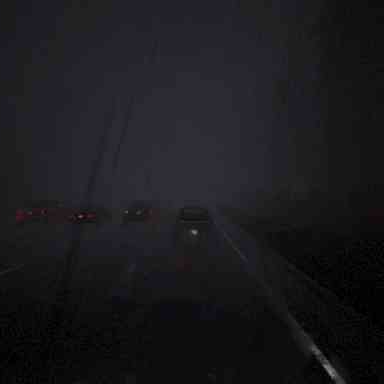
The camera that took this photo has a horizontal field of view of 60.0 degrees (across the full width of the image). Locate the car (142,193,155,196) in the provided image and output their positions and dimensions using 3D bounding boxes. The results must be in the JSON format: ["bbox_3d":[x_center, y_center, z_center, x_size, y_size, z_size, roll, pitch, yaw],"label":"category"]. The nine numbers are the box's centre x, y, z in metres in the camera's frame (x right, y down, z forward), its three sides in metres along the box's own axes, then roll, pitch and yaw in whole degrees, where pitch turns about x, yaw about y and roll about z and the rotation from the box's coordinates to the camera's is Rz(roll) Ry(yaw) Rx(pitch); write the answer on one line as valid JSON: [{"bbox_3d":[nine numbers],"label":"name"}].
[{"bbox_3d":[-6.885,1.242,53.634,2.150,2.045,5.566,0,0,0],"label":"car"}]

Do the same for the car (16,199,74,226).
[{"bbox_3d":[-10.392,1.361,23.500,2.097,1.767,4.553,0,0,0],"label":"car"}]

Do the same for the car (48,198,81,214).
[{"bbox_3d":[-13.890,1.520,36.560,1.837,1.490,4.892,0,0,0],"label":"car"}]

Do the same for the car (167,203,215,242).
[{"bbox_3d":[0.105,1.498,16.485,2.128,1.511,4.902,0,0,0],"label":"car"}]

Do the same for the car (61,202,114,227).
[{"bbox_3d":[-6.893,1.556,23.091,2.033,1.411,5.357,0,0,0],"label":"car"}]

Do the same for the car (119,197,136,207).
[{"bbox_3d":[-10.384,1.525,54.239,1.837,1.490,4.892,0,0,0],"label":"car"}]

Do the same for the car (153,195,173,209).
[{"bbox_3d":[-3.418,1.493,41.083,1.882,1.535,5.008,0,0,0],"label":"car"}]

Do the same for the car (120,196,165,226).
[{"bbox_3d":[-3.395,1.361,23.458,2.097,1.767,4.553,0,0,1],"label":"car"}]

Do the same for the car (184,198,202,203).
[{"bbox_3d":[0.112,1.507,39.754,2.128,1.511,4.902,0,0,0],"label":"car"}]
